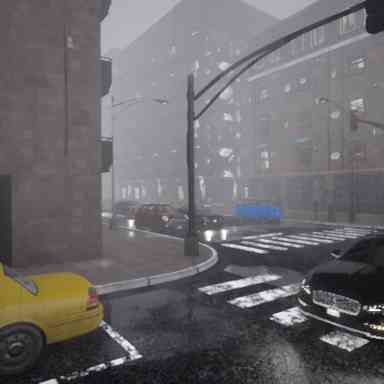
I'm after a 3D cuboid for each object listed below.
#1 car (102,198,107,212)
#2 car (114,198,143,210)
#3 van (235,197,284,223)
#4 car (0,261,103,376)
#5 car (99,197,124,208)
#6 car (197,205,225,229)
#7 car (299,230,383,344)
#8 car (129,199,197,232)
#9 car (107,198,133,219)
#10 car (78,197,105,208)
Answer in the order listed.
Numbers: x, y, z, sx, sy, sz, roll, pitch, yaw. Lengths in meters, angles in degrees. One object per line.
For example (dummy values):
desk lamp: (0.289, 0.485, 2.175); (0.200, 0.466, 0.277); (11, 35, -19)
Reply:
car: (-11.566, 1.457, 37.860); (2.128, 1.511, 4.902); (0, 0, -36)
car: (-8.331, 1.470, 43.251); (1.887, 1.381, 4.507); (0, 0, -36)
van: (4.945, 1.287, 24.905); (1.690, 1.788, 3.998); (0, 0, -36)
car: (-3.585, 1.525, 4.011); (4.829, 1.417, 1.752); (0, 0, -35)
car: (-11.650, 1.470, 47.838); (1.887, 1.381, 4.507); (0, 0, -36)
car: (0.210, 1.550, 21.571); (1.994, 1.385, 4.181); (0, 0, -36)
car: (4.032, 1.510, 6.248); (4.892, 1.490, 1.837); (0, 0, -35)
car: (-1.855, 1.444, 20.008); (1.967, 1.590, 4.097); (0, 0, -36)
car: (-5.626, 1.498, 29.636); (1.812, 1.442, 4.674); (0, 0, -36)
car: (-14.294, 1.435, 46.982); (2.128, 1.511, 4.902); (0, 0, -36)
